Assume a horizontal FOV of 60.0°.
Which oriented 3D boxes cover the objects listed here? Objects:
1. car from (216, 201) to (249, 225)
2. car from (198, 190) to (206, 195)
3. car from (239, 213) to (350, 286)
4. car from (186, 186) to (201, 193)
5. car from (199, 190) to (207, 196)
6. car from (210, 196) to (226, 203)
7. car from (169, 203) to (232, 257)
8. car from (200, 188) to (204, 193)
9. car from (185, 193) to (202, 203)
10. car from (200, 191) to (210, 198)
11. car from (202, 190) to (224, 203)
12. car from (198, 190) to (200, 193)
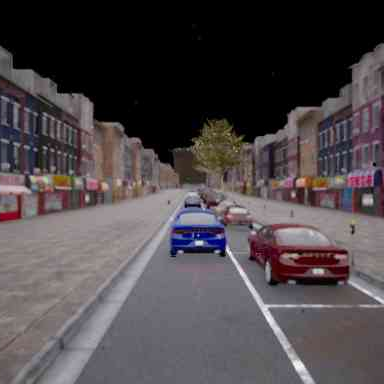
[{"bbox_3d":[2.643,1.465,20.301,1.802,1.307,4.206,1,1,0],"label":"car"},{"bbox_3d":[2.632,0.116,86.988,1.947,1.339,4.313,2,2,0],"label":"car"},{"bbox_3d":[2.645,1.510,9.180,1.887,1.381,4.507,1,0,0],"label":"car"},{"bbox_3d":[0.078,0.448,59.532,2.150,2.045,5.566,0,1,0],"label":"car"},{"bbox_3d":[2.634,0.264,81.433,1.947,1.339,4.313,2,2,0],"label":"car"},{"bbox_3d":[2.644,1.347,26.030,1.752,1.417,4.829,1,1,0],"label":"car"},{"bbox_3d":[0.152,1.421,12.819,1.882,1.535,5.008,0,0,-2],"label":"car"},{"bbox_3d":[2.647,0.782,48.094,2.192,1.841,5.009,2,1,0],"label":"car"},{"bbox_3d":[0.085,1.160,41.271,1.994,1.385,4.181,0,1,0],"label":"car"},{"bbox_3d":[2.636,0.524,70.324,1.887,1.381,4.507,2,1,0],"label":"car"},{"bbox_3d":[2.648,0.984,36.976,2.192,1.841,5.009,1,1,0],"label":"car"},{"bbox_3d":[2.639,0.800,59.210,1.947,1.339,4.313,2,1,0],"label":"car"}]
